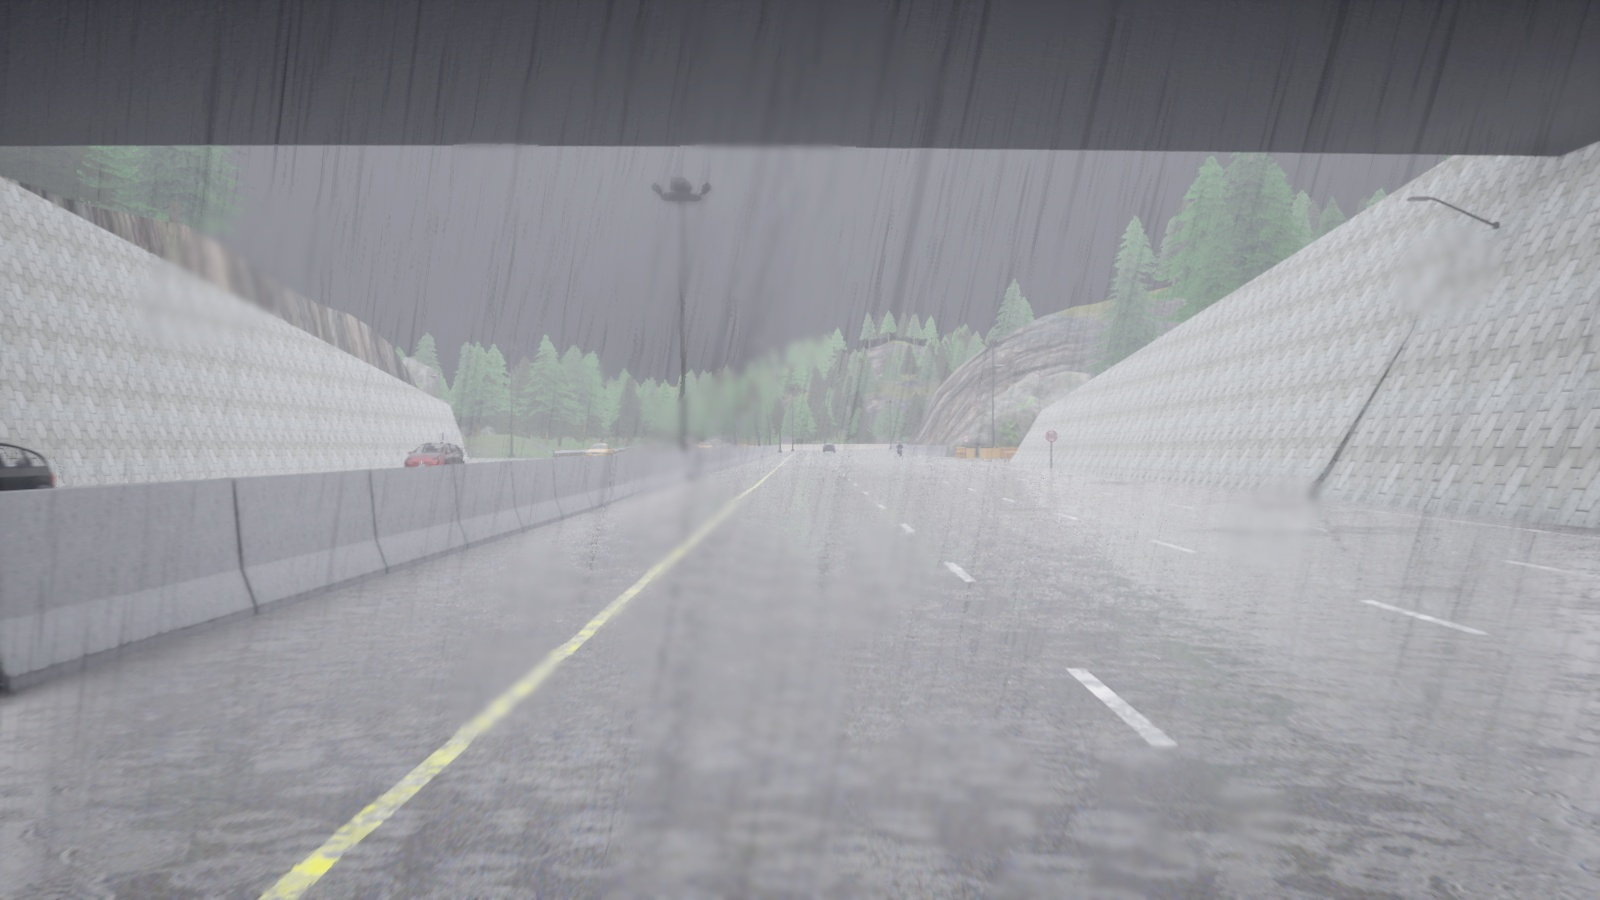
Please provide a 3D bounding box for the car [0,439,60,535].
[{"bbox_3d":[-13.879,0.600,20.162,1.789,1.549,3.705,0,0,0],"label":"car"}]

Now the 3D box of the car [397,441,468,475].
[{"bbox_3d":[-17.202,0.347,58.982,2.007,1.525,4.514,0,0,0],"label":"car"}]
